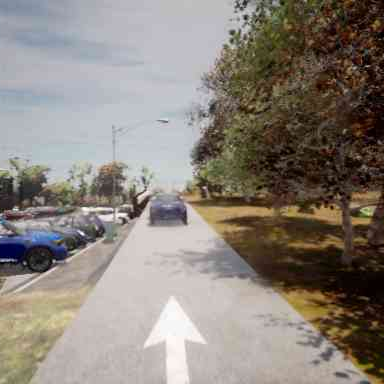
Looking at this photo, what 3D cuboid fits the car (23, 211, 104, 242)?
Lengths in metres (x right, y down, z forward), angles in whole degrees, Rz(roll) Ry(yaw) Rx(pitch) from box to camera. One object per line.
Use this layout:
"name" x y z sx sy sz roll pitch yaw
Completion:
"car" -8.395 2.383 21.475 4.553 1.767 2.185 1 -2 -25

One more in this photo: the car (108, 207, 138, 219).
"car" -11.302 3.398 54.562 4.553 1.767 2.185 1 -2 -25

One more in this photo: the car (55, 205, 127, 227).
"car" -9.227 2.534 30.482 5.566 2.045 2.435 1 -2 -25

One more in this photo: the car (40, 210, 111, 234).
"car" -8.660 2.475 24.489 4.553 1.767 2.185 0 -2 -25

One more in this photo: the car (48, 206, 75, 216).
"car" -30.255 4.287 77.219 5.566 2.045 2.435 -1 -1 -25

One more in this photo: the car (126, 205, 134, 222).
"car" -9.692 2.719 36.529 5.566 2.045 2.435 1 -2 -25

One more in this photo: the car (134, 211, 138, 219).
"car" -10.270 2.903 42.527 5.566 2.045 2.435 0 -2 -25

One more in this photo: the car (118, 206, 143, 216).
"car" -12.276 3.765 66.617 4.553 1.767 2.185 1 -2 -25

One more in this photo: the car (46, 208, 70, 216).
"car" -29.959 4.478 74.309 4.792 1.488 2.163 -1 -2 -25

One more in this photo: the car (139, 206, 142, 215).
"car" -10.730 3.088 48.569 5.566 2.045 2.435 0 -2 -25

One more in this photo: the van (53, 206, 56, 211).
"van" -29.326 3.957 65.399 4.442 1.987 1.878 -1 -1 -25

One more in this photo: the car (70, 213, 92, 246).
"car" -8.195 2.290 18.444 4.553 1.767 2.185 0 -2 -25

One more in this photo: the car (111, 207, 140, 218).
"car" -11.570 3.490 57.578 4.553 1.767 2.185 0 -2 -25

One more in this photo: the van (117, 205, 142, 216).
"van" -11.946 3.575 63.656 4.442 1.987 1.878 0 -2 -25

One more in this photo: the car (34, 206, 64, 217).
"car" -29.454 4.019 68.416 5.566 2.045 2.435 -1 -2 -25

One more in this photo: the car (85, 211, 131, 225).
"car" -9.992 3.064 39.526 4.892 1.521 2.231 1 -2 -25

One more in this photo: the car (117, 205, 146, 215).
"car" -12.587 3.730 69.602 5.566 2.045 2.435 0 -2 -25

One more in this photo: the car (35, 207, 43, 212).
"car" -28.454 3.913 56.612 4.892 1.521 2.231 -1 -2 -25

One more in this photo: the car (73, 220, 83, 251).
"car" -7.900 2.325 15.442 4.892 1.521 2.231 1 -2 -25

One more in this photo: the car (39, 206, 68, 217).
"car" -29.706 4.108 71.363 5.566 2.045 2.435 -1 -2 -25

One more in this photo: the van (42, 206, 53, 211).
"van" -29.073 3.867 62.452 4.442 1.987 1.878 -1 -1 -25

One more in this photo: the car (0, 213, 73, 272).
"car" -7.629 1.981 12.459 5.566 2.045 2.435 0 -2 -25

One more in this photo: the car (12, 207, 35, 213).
"car" -28.233 3.696 53.650 4.553 1.767 2.185 -1 -2 -25

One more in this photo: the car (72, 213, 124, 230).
"car" -9.488 2.907 33.485 4.792 1.488 2.163 0 -2 -25

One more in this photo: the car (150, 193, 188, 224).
"car" -1.439 0.817 20.102 2.097 1.767 4.553 -1 2 -5

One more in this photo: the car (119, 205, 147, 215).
"car" -12.808 3.823 72.653 5.566 2.045 2.435 0 -2 -25

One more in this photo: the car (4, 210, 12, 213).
"car" -27.417 3.580 44.836 4.792 1.488 2.163 -1 -2 -25
